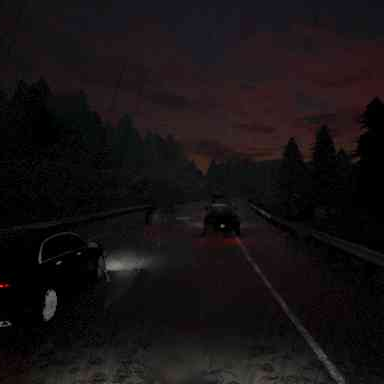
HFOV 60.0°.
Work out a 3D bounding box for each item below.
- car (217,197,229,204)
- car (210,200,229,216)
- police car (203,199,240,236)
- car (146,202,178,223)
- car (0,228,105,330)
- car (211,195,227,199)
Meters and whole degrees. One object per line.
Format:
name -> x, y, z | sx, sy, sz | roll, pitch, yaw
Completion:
car -> 6.218, 1.688, 66.737 | 2.033, 1.411, 5.357 | 0, 0, 10
car -> 2.934, 1.593, 34.500 | 1.812, 1.442, 4.674 | 0, 0, 6
police car -> 1.641, 1.463, 18.959 | 1.930, 1.638, 5.238 | 0, 0, 3
car -> -2.291, 1.551, 25.835 | 1.837, 1.490, 4.892 | 0, 0, 4
car -> -3.263, 1.515, 6.999 | 1.837, 1.490, 4.892 | 0, 0, 1
car -> 2.358, 1.407, 28.608 | 2.097, 1.767, 4.553 | 0, 0, 5
